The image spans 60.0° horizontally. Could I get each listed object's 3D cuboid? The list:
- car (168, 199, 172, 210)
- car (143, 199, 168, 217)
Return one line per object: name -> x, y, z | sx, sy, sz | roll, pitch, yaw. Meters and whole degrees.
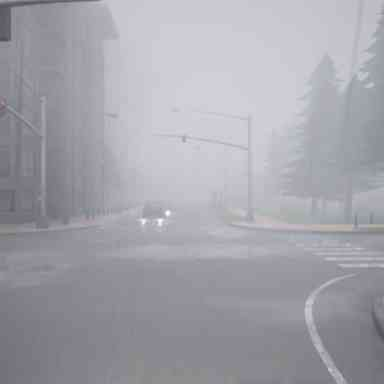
car -> -3.815, 1.766, 46.995 | 2.128, 1.511, 4.902 | 0, 0, 0
car -> -3.756, 1.675, 33.575 | 1.882, 1.535, 5.008 | 0, 0, 0
